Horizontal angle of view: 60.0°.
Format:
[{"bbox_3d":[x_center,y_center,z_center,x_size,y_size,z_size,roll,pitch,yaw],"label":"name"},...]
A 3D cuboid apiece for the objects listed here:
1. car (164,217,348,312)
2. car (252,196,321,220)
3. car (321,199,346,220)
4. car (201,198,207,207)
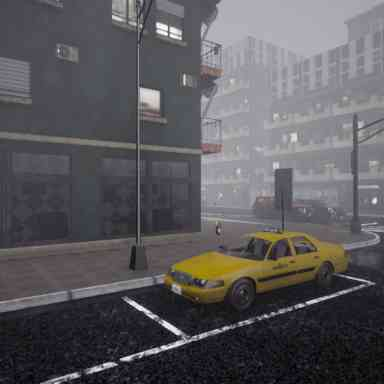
[{"bbox_3d":[1.679,1.525,7.703,4.829,1.417,1.752,0,0,-35],"label":"car"},{"bbox_3d":[6.827,1.264,25.454,2.192,1.841,5.009,0,0,-35],"label":"car"},{"bbox_3d":[9.585,1.305,25.961,2.097,1.767,4.553,0,0,-34],"label":"car"},{"bbox_3d":[0.516,1.466,48.776,1.802,1.307,4.206,0,0,-35],"label":"car"}]
